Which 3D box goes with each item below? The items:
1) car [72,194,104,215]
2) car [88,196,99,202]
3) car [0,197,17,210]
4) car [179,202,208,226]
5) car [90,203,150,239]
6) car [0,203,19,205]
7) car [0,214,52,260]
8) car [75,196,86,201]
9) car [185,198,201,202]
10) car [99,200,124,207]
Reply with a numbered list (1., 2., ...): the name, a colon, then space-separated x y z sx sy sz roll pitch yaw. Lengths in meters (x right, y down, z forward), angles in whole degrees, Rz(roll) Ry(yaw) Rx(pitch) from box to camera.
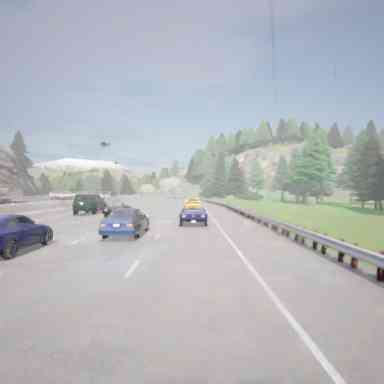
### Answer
1. car: -10.405 1.223 34.055 2.150 2.045 5.566 0 0 0
2. car: -23.738 1.596 80.586 1.895 1.301 4.718 0 0 -9
3. car: -24.590 1.505 42.524 1.837 1.490 4.892 0 1 0
4. car: 0.095 1.602 23.576 1.895 1.301 4.718 0 0 0
5. car: -3.403 1.548 17.435 2.033 1.411 5.357 0 0 0
6. car: -21.099 1.603 39.731 1.895 1.301 4.718 0 0 0
7. car: -6.903 1.526 12.366 1.812 1.442 4.674 0 0 0
8. car: -27.616 1.598 82.501 1.895 1.301 4.718 0 0 -10
9. car: 0.093 1.479 41.514 1.882 1.535 5.008 0 0 0
10. car: -6.907 1.602 31.135 1.895 1.301 4.718 0 0 0
